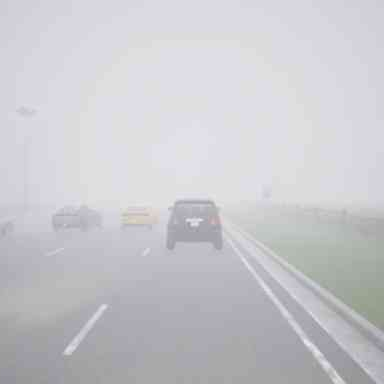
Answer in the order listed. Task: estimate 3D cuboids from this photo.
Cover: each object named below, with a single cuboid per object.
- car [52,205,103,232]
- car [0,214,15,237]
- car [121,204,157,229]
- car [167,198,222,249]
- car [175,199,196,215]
[{"bbox_3d":[-6.906,1.570,20.481,2.128,1.511,4.902,0,0,0],"label":"car"},{"bbox_3d":[-10.399,1.662,15.714,1.895,1.301,4.718,0,0,0],"label":"car"},{"bbox_3d":[-3.419,1.562,22.114,1.882,1.535,5.008,0,0,-1],"label":"car"},{"bbox_3d":[0.101,1.279,14.905,2.150,2.045,5.566,0,0,0],"label":"car"},{"bbox_3d":[-0.861,1.648,37.686,1.837,1.490,4.892,1,0,-8],"label":"car"}]
